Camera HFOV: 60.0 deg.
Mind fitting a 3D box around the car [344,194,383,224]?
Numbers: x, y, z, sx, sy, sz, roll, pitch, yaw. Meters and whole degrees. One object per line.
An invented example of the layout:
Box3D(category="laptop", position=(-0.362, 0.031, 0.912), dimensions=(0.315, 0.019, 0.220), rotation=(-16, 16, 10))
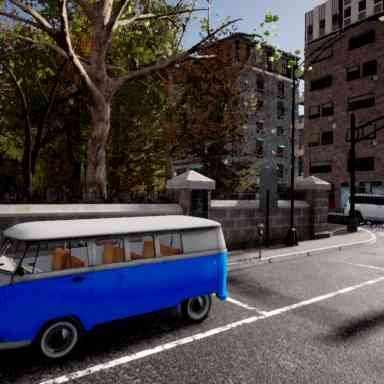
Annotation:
Box3D(category="car", position=(12.430, 1.176, 21.038), dimensions=(2.150, 2.045, 5.566), rotation=(1, 1, -26))

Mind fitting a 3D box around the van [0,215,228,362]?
Box3D(category="van", position=(-1.246, 1.342, 5.613), dimensions=(3.998, 1.788, 1.690), rotation=(0, 1, -36))
